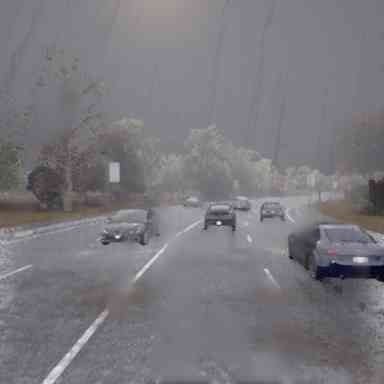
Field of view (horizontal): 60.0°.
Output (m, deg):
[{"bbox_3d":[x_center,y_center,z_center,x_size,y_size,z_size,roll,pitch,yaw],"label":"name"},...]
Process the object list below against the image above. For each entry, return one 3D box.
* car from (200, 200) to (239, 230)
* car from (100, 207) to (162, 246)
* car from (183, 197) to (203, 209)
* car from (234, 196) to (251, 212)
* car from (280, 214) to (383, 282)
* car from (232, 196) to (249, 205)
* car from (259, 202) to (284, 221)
[{"bbox_3d":[1.871,1.481,20.998,1.837,1.490,4.892,0,0,9],"label":"car"},{"bbox_3d":[-2.607,1.474,15.235,1.837,1.490,4.892,0,0,6],"label":"car"},{"bbox_3d":[0.235,1.453,45.409,1.812,1.442,4.674,0,0,18],"label":"car"},{"bbox_3d":[5.807,1.529,38.983,1.994,1.385,4.181,0,0,16],"label":"car"},{"bbox_3d":[4.116,1.563,9.820,1.994,1.385,4.181,0,0,4],"label":"car"},{"bbox_3d":[8.371,1.470,57.390,1.812,1.442,4.674,0,0,23],"label":"car"},{"bbox_3d":[6.419,1.534,26.883,2.033,1.411,5.357,0,0,11],"label":"car"}]
